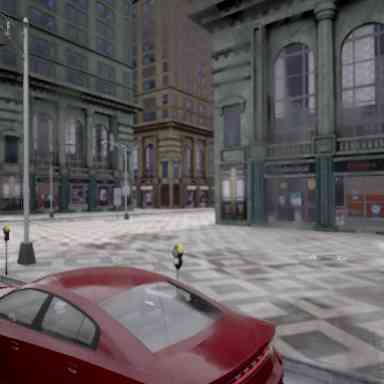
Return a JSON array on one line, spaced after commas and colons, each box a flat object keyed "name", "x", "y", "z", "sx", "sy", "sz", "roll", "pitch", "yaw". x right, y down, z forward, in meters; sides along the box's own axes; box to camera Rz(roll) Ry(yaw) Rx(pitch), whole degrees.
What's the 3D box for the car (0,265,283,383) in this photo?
[{"name": "car", "x": -1.254, "y": 1.563, "z": 3.870, "sx": 4.507, "sy": 1.381, "sz": 1.887, "roll": 0, "pitch": 0, "yaw": 35}]
